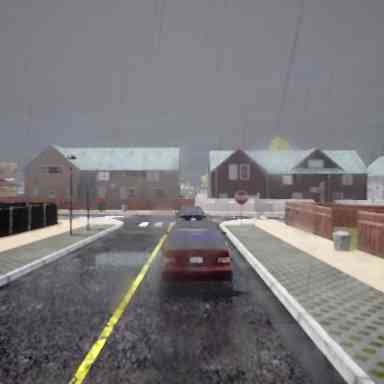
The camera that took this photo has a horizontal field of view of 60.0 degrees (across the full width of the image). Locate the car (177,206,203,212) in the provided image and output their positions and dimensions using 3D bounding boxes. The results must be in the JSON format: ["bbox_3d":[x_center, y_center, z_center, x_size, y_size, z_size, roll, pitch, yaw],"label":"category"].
[{"bbox_3d":[-0.117,1.572,21.090,2.033,1.411,5.357,0,0,-4],"label":"car"}]

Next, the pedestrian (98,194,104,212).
[{"bbox_3d":[-9.366,1.094,34.092,0.375,1.860,0.375,0,-1,1],"label":"pedestrian"}]

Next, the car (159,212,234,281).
[{"bbox_3d":[0.098,1.559,9.863,2.033,1.411,5.357,0,0,0],"label":"car"}]
